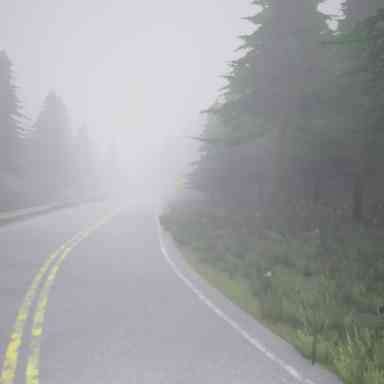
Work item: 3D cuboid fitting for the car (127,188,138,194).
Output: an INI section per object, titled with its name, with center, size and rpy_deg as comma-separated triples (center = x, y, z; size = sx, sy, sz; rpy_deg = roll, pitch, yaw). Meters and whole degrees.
[car]
center = -11.153, -0.153, 61.964
size = 1.812, 1.442, 4.674
rpy_deg = 4, 0, -14
